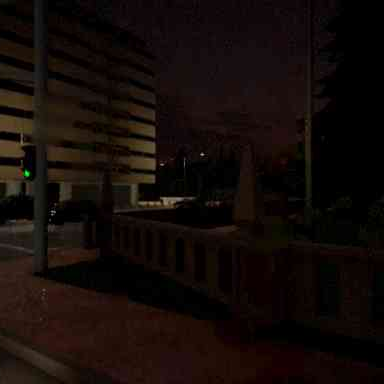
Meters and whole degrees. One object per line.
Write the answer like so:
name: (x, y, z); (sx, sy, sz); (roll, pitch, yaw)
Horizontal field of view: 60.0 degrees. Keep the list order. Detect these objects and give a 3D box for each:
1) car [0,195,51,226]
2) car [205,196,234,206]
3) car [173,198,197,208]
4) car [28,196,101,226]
car: (-12.593, 1.245, 24.093); (2.150, 2.045, 5.566); (0, 0, 35)
car: (3.465, 1.382, 41.220); (2.097, 1.767, 4.553); (0, 0, 35)
car: (-0.461, 1.517, 41.700); (2.128, 1.511, 4.902); (0, 0, 35)
car: (-8.671, 1.382, 23.619); (2.097, 1.767, 4.553); (0, 0, 35)
